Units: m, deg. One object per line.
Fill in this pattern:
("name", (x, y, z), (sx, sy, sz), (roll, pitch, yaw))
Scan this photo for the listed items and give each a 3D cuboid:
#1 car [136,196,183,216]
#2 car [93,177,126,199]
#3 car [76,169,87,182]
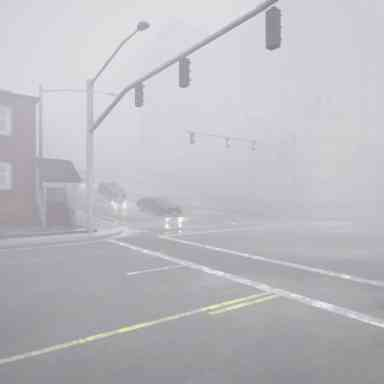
("car", (-2.943, 1.087, 28.676), (2.033, 1.411, 5.357), (0, 5, -36))
("car", (-8.922, -0.284, 37.001), (2.128, 1.511, 4.902), (0, 10, -35))
("car", (-14.928, -2.318, 45.368), (2.033, 1.411, 5.357), (0, 12, -35))
